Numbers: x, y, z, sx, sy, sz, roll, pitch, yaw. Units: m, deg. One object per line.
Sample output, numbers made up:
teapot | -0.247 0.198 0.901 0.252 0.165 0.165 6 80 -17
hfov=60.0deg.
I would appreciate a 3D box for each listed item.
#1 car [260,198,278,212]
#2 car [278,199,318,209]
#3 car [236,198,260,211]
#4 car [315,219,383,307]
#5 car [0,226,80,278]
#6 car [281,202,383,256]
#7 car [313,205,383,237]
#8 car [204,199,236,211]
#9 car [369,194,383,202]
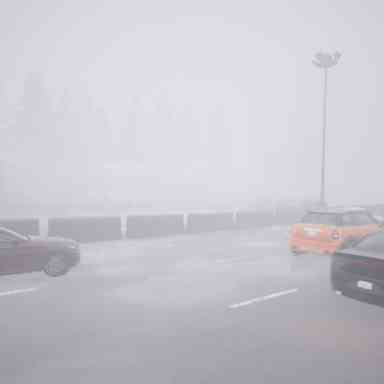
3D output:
car | 10.225 1.518 37.114 4.892 1.490 1.837 -1 1 -36
car | 11.360 1.496 33.623 5.008 1.535 1.882 0 0 -36
car | 8.174 1.505 39.949 4.902 1.511 2.128 0 0 -36
car | 5.109 1.512 7.401 5.008 1.535 1.882 0 0 -36
car | -5.317 1.530 8.552 4.674 1.442 1.812 0 0 -36
car | 5.651 1.392 12.088 4.553 1.767 2.097 0 0 -36
car | 9.051 1.568 18.821 4.674 1.442 1.812 0 0 -36
car | 3.525 1.590 40.929 4.181 1.385 1.994 0 0 -36
car | 36.056 1.256 64.057 4.553 1.767 2.097 0 0 -36
